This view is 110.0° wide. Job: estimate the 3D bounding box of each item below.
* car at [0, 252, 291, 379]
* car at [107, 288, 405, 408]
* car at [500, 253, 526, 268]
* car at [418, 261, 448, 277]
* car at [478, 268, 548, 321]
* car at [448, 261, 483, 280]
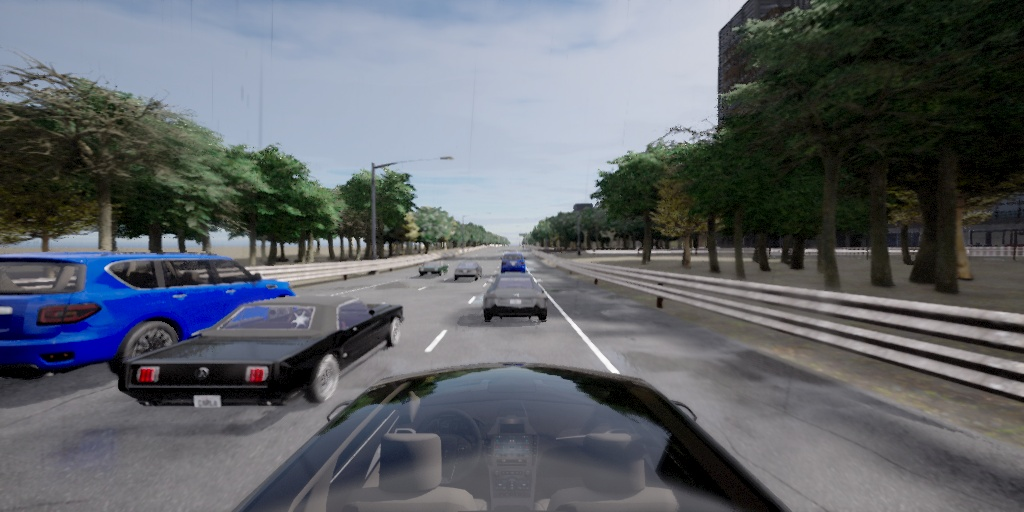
[{"bbox_3d":[-6.899,0.946,7.381,2.150,2.045,5.566,0,0,0],"label":"car"},{"bbox_3d":[-3.399,1.331,6.229,1.895,1.301,4.718,0,0,0],"label":"car"},{"bbox_3d":[0.101,0.730,32.679,2.150,2.045,5.566,0,1,0],"label":"car"},{"bbox_3d":[-6.900,1.119,32.140,1.895,1.301,4.718,0,1,0],"label":"car"},{"bbox_3d":[0.102,1.264,12.204,1.994,1.385,4.181,0,0,0],"label":"car"},{"bbox_3d":[-3.398,1.126,28.412,2.033,1.411,5.357,0,1,0],"label":"car"}]
